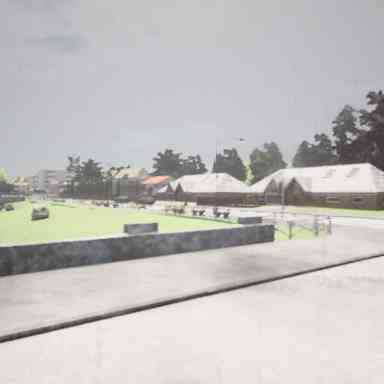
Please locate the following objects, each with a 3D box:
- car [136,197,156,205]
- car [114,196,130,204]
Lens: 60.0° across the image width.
[{"bbox_3d":[-8.064,1.551,57.992,2.128,1.511,4.902,0,0,-35],"label":"car"},{"bbox_3d":[-13.959,1.564,66.258,1.837,1.490,4.892,0,0,-35],"label":"car"}]
